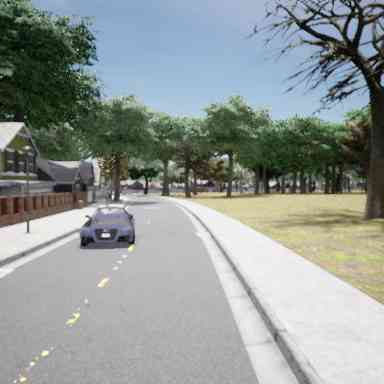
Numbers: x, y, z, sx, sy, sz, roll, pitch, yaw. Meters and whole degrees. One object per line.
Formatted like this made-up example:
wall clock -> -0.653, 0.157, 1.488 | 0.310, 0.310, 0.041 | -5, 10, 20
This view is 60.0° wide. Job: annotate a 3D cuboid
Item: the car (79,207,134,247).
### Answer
car -> -3.413, 1.339, 13.865 | 1.994, 1.385, 4.181 | 0, 1, -10
